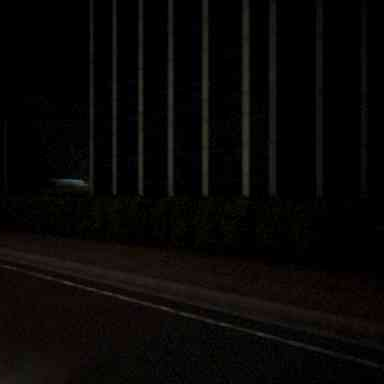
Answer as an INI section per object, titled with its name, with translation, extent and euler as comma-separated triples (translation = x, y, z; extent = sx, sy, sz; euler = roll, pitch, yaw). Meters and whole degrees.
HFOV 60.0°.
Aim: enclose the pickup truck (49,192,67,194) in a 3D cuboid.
[pickup truck]
translation = -27.822, 1.030, 70.557
extent = 6.274, 2.098, 2.390
euler = 0, 0, -24
